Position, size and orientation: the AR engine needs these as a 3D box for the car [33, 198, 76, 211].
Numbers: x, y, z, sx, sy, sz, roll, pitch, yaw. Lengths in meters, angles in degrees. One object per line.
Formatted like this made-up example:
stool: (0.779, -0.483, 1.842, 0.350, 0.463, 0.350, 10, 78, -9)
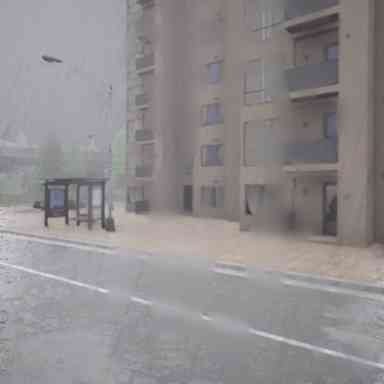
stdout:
car: (-13.715, 1.248, 34.831, 2.033, 1.411, 5.357, 1, 0, 38)
